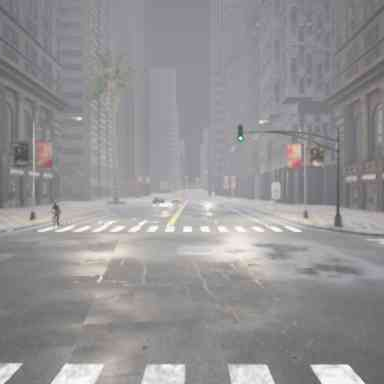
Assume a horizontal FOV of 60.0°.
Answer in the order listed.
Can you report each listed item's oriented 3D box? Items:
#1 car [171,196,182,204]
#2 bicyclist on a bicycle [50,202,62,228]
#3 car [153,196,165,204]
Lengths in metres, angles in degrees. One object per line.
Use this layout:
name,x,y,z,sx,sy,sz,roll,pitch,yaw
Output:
car,-2.928,1.423,62.336,1.882,1.535,5.008,0,0,0
bicyclist on a bicycle,-8.636,1.452,21.155,0.582,1.620,1.656,0,0,0
car,-6.177,1.514,62.353,1.994,1.385,4.181,0,0,0
